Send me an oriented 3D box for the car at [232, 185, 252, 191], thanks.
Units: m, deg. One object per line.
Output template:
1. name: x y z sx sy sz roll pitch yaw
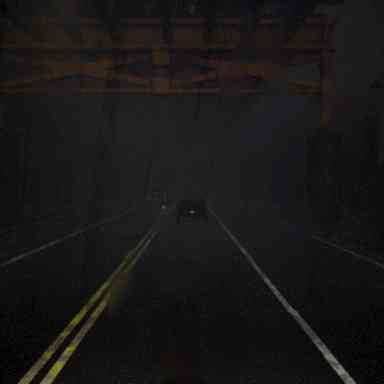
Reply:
1. car: 13.137 -1.080 87.606 4.974 1.542 2.038 1 2 25

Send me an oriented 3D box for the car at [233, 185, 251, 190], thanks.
1. car: 13.185 -1.236 87.579 4.536 1.218 1.853 1 2 25

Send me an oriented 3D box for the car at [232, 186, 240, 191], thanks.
1. car: 12.833 -0.936 83.448 4.974 1.542 2.038 -1 2 -20

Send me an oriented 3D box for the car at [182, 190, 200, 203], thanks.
1. car: -0.111 0.553 41.442 2.033 1.411 5.357 0 2 0

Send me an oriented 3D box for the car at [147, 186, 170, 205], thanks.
1. car: -3.790 0.311 38.369 2.150 2.045 5.566 0 2 0

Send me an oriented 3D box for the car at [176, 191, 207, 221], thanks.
1. car: -0.011 0.963 22.044 1.882 1.535 5.008 0 1 0
